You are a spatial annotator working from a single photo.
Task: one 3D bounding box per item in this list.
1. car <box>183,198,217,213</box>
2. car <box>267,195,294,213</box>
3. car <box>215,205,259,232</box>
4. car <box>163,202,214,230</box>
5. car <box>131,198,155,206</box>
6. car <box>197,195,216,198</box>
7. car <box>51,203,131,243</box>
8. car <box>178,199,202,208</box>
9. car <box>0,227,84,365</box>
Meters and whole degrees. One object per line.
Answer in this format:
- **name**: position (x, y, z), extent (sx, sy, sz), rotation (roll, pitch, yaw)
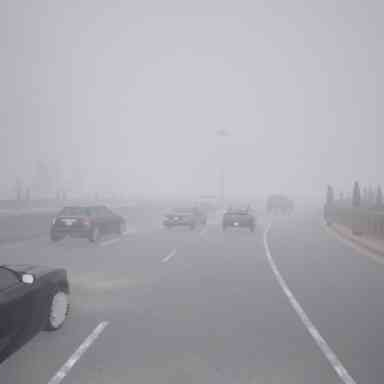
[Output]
- **car**: position (1.269, 1.691, 36.632), extent (2.033, 1.411, 5.357), rotation (0, 0, 24)
- **car**: position (10.537, 1.350, 39.563), extent (2.150, 2.045, 5.566), rotation (0, -1, 29)
- **car**: position (3.079, 1.563, 20.767), extent (2.128, 1.511, 4.902), rotation (0, 0, 15)
- **car**: position (-0.279, 1.626, 22.007), extent (2.033, 1.411, 5.357), rotation (0, 0, 15)
- **car**: position (-7.504, 1.752, 50.515), extent (1.837, 1.490, 4.892), rotation (0, -1, 29)
- **car**: position (2.000, 1.458, 52.833), extent (2.150, 2.045, 5.566), rotation (-1, -1, 33)
- **car**: position (-5.022, 1.408, 16.710), extent (2.097, 1.767, 4.553), rotation (0, 0, 10)
- **car**: position (-0.296, 1.826, 55.641), extent (1.994, 1.385, 4.181), rotation (0, 0, 34)
- **car**: position (-3.163, 1.484, 3.861), extent (1.882, 1.535, 5.008), rotation (0, 0, 3)
